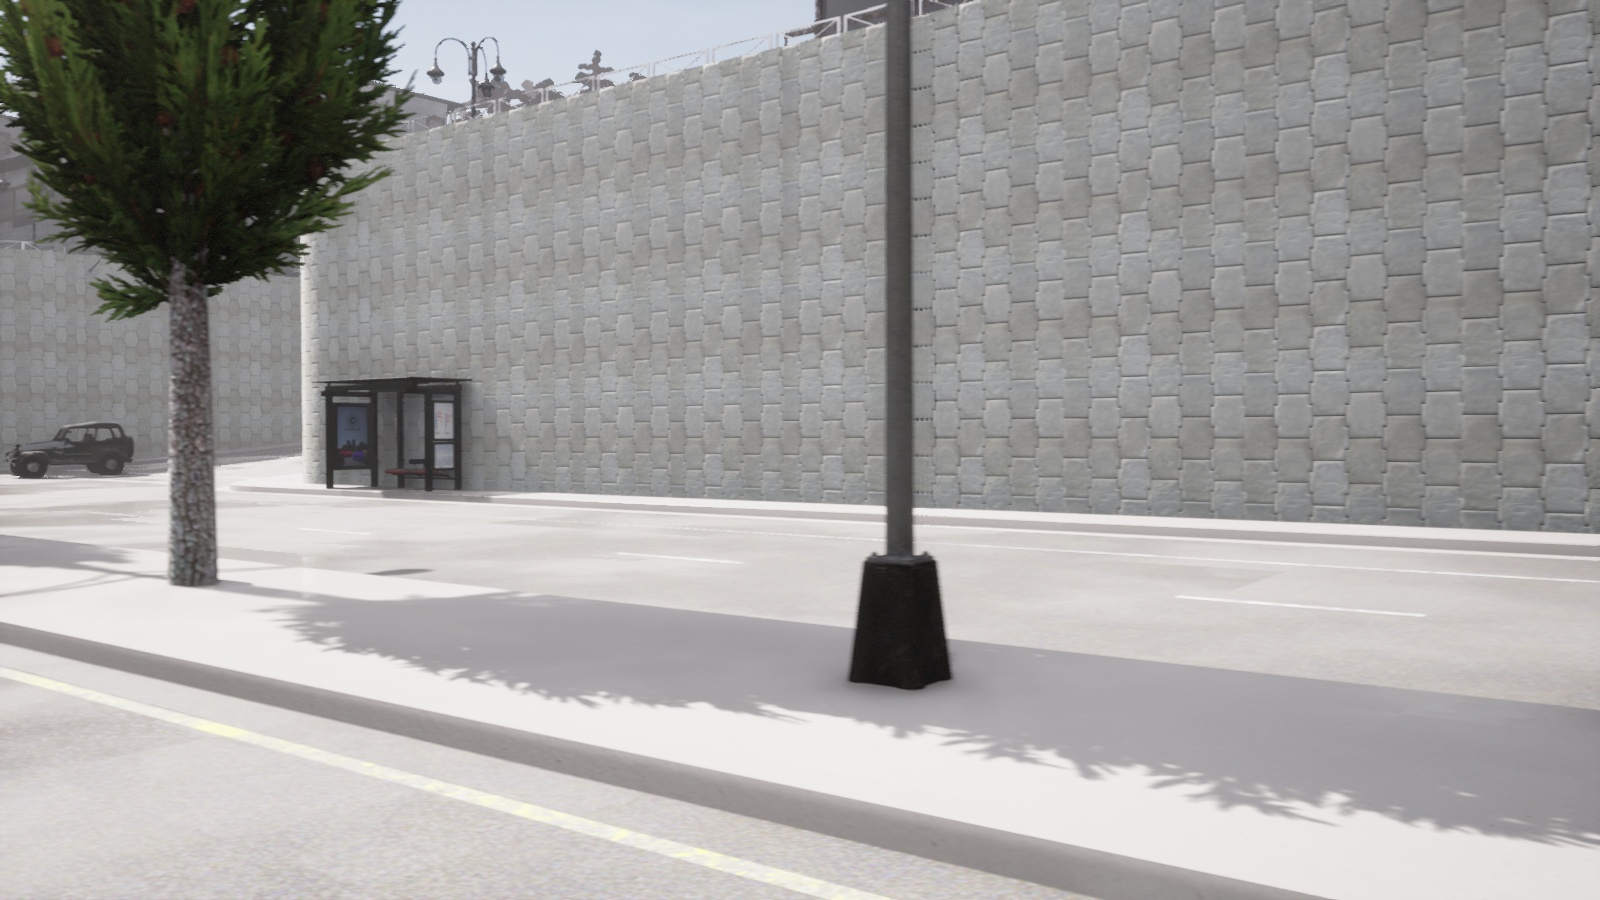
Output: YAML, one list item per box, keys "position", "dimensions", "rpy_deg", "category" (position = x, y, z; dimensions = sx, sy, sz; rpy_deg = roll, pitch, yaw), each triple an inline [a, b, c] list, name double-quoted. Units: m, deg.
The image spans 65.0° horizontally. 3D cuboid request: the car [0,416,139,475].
- position: [-25.261, -0.208, 43.439]
  dimensions: [3.866, 1.878, 1.905]
  rpy_deg: [-2, 3, -40]
  category: "car"
